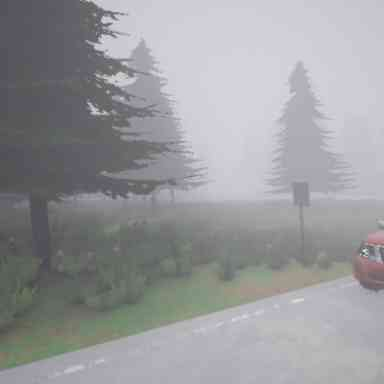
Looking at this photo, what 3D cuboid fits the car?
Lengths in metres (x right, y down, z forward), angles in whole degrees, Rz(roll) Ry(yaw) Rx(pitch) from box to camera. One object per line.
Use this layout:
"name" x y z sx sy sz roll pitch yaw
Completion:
"car" 6.217 1.276 8.200 5.566 2.045 2.150 0 -1 -37
